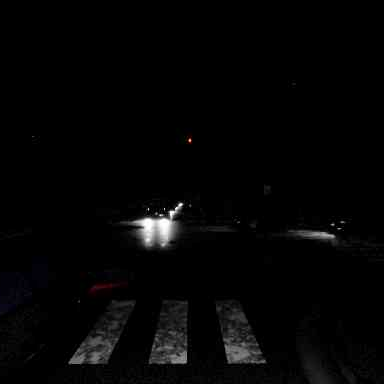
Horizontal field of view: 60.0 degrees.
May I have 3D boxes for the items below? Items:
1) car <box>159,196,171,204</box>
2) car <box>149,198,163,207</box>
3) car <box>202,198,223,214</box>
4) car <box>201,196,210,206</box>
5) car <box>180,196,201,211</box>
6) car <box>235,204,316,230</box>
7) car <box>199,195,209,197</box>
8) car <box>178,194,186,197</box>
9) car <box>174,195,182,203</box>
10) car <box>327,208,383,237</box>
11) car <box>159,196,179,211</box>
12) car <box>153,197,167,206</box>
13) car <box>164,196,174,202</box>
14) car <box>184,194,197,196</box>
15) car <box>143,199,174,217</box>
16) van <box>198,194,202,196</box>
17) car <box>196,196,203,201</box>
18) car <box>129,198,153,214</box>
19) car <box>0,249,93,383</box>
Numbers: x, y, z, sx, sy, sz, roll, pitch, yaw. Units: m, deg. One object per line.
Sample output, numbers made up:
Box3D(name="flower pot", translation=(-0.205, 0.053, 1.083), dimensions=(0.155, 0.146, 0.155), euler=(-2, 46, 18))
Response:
Box3D(name="car", translation=(-5.594, 1.552, 69.246), dimensions=(1.967, 1.590, 4.097), euler=(0, 0, 0))
Box3D(name="car", translation=(-5.627, 1.653, 52.713), dimensions=(1.802, 1.307, 4.206), euler=(0, 0, 0))
Box3D(name="car", translation=(2.364, 1.606, 36.164), dimensions=(1.947, 1.339, 4.313), euler=(0, 0, 0))
Box3D(name="car", translation=(2.387, 1.641, 47.187), dimensions=(1.802, 1.307, 4.206), euler=(0, 0, 0))
Box3D(name="car", translation=(-0.172, 1.614, 41.937), dimensions=(1.994, 1.385, 4.181), euler=(0, 0, 0))
Box3D(name="car", translation=(5.105, 1.501, 20.649), dimensions=(4.892, 1.490, 1.837), euler=(-1, 0, 0))
Box3D(name="car", translation=(2.398, 1.636, 52.697), dimensions=(1.947, 1.339, 4.313), euler=(0, 0, 0))
Box3D(name="car", translation=(-2.964, 1.600, 67.484), dimensions=(2.128, 1.511, 4.902), euler=(0, 0, 0))
Box3D(name="car", translation=(-3.086, 1.633, 52.001), dimensions=(1.994, 1.385, 4.181), euler=(0, 0, 0))
Box3D(name="car", translation=(9.365, 1.525, 17.411), dimensions=(4.181, 1.385, 1.994), euler=(0, 0, 0))
Box3D(name="car", translation=(-3.107, 1.614, 42.017), dimensions=(1.994, 1.385, 4.181), euler=(0, 0, 1))
Box3D(name="car", translation=(-5.616, 1.634, 58.224), dimensions=(2.008, 1.369, 4.403), euler=(0, 0, 0))
Box3D(name="car", translation=(-5.571, 1.694, 80.267), dimensions=(2.008, 1.369, 4.403), euler=(0, 0, 0))
Box3D(name="car", translation=(-0.175, 1.670, 66.915), dimensions=(1.994, 1.385, 4.181), euler=(0, 0, 1))
Box3D(name="car", translation=(-3.150, 1.634, 32.061), dimensions=(1.895, 1.301, 4.718), euler=(0, 0, 1))
Box3D(name="van", translation=(2.409, 1.424, 58.208), dimensions=(1.690, 1.788, 3.998), euler=(0, 0, 0))
Box3D(name="car", translation=(2.064, 1.698, 90.133), dimensions=(1.812, 1.442, 4.674), euler=(0, 0, 0))
Box3D(name="car", translation=(-5.661, 1.480, 36.181), dimensions=(1.967, 1.590, 4.097), euler=(0, 0, 0))
Box3D(name="car", translation=(-2.892, 1.545, 4.322), dimensions=(2.033, 1.411, 5.357), euler=(0, 0, 1))
